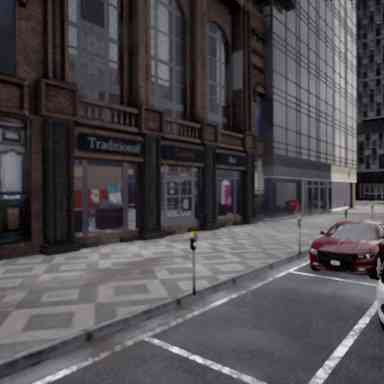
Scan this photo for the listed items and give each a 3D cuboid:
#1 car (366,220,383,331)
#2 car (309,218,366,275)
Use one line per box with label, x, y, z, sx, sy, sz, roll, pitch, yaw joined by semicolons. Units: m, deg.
car;5.046;1.210;6.065;2.150;2.045;5.566;0;0;39
car;5.024;1.531;10.085;1.887;1.381;4.507;-1;0;39
